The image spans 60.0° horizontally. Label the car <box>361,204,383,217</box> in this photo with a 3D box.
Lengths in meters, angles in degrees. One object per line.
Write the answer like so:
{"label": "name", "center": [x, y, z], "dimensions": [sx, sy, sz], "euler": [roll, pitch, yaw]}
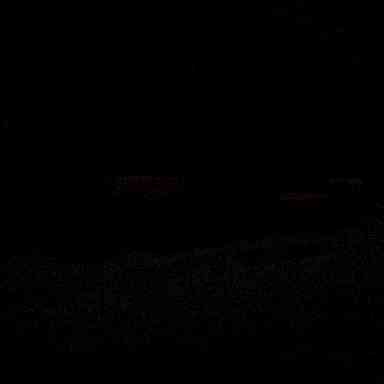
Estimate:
{"label": "car", "center": [19.948, 2.026, 36.108], "dimensions": [1.812, 1.442, 4.674], "euler": [-1, -1, -35]}
